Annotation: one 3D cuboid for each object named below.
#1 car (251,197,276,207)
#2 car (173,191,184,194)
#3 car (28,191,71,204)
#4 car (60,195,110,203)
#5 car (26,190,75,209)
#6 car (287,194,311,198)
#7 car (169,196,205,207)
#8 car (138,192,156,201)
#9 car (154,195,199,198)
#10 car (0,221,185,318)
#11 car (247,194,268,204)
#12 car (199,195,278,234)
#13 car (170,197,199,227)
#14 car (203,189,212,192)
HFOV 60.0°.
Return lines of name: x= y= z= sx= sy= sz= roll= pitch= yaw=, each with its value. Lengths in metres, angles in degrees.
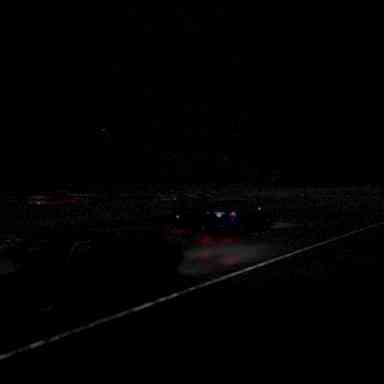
car: x=10.946 y=1.503 z=50.537 sx=1.994 sy=1.385 sz=4.181 roll=0 pitch=0 yaw=40
car: x=-2.846 y=0.580 z=72.577 sx=2.033 sy=1.411 sz=5.357 roll=1 pitch=2 yaw=25
car: x=-13.534 y=1.088 z=32.298 sx=2.097 sy=1.767 sz=4.553 roll=0 pitch=1 yaw=40
car: x=-9.595 y=1.286 z=31.551 sx=1.812 sy=1.442 sz=4.674 roll=0 pitch=0 yaw=40
car: x=-17.281 y=0.864 z=40.991 sx=2.150 sy=2.045 sz=5.566 roll=1 pitch=1 yaw=26
car: x=20.336 y=1.345 z=61.662 sx=2.150 sy=2.045 sz=5.566 roll=0 pitch=-1 yaw=40
car: x=-0.629 y=1.357 z=47.668 sx=2.033 sy=1.411 sz=5.357 roll=0 pitch=0 yaw=40
car: x=-8.021 y=0.792 z=61.572 sx=1.882 sy=1.535 sz=5.008 roll=1 pitch=1 yaw=25
car: x=-1.334 y=1.293 z=35.947 sx=2.128 sy=1.511 sz=4.902 roll=0 pitch=0 yaw=40
car: x=-2.327 y=1.524 z=7.380 sx=1.895 sy=1.301 sz=4.718 roll=0 pitch=1 yaw=40
car: x=12.496 y=1.373 z=63.207 sx=2.097 sy=1.767 sz=4.553 roll=0 pitch=0 yaw=40
car: x=2.754 y=1.225 z=18.733 sx=2.097 sy=1.767 sz=4.553 roll=0 pitch=0 yaw=40
car: x=0.742 y=1.328 z=21.782 sx=1.882 sy=1.535 sz=5.008 roll=0 pitch=0 yaw=40
car: x=4.011 y=0.101 z=86.200 sx=2.128 sy=1.511 sz=4.902 roll=1 pitch=2 yaw=27
